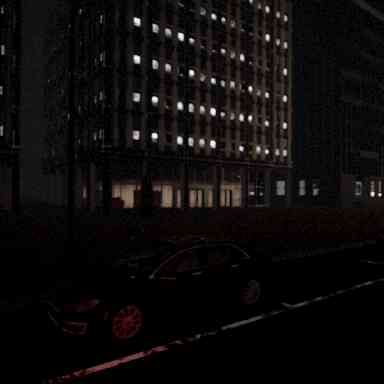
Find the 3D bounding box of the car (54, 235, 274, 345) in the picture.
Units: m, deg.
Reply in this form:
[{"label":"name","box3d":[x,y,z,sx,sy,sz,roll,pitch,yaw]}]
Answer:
[{"label":"car","box3d":[-0.330,1.553,6.316,4.403,1.369,2.008,0,0,-36]}]

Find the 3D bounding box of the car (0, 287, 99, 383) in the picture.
[{"label":"car","box3d":[-2.970,1.525,1.265,4.674,1.442,1.812,0,0,-35]}]

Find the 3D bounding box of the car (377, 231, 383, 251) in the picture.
[{"label":"car","box3d":[8.856,1.592,12.872,4.206,1.307,1.802,0,0,-36]}]
